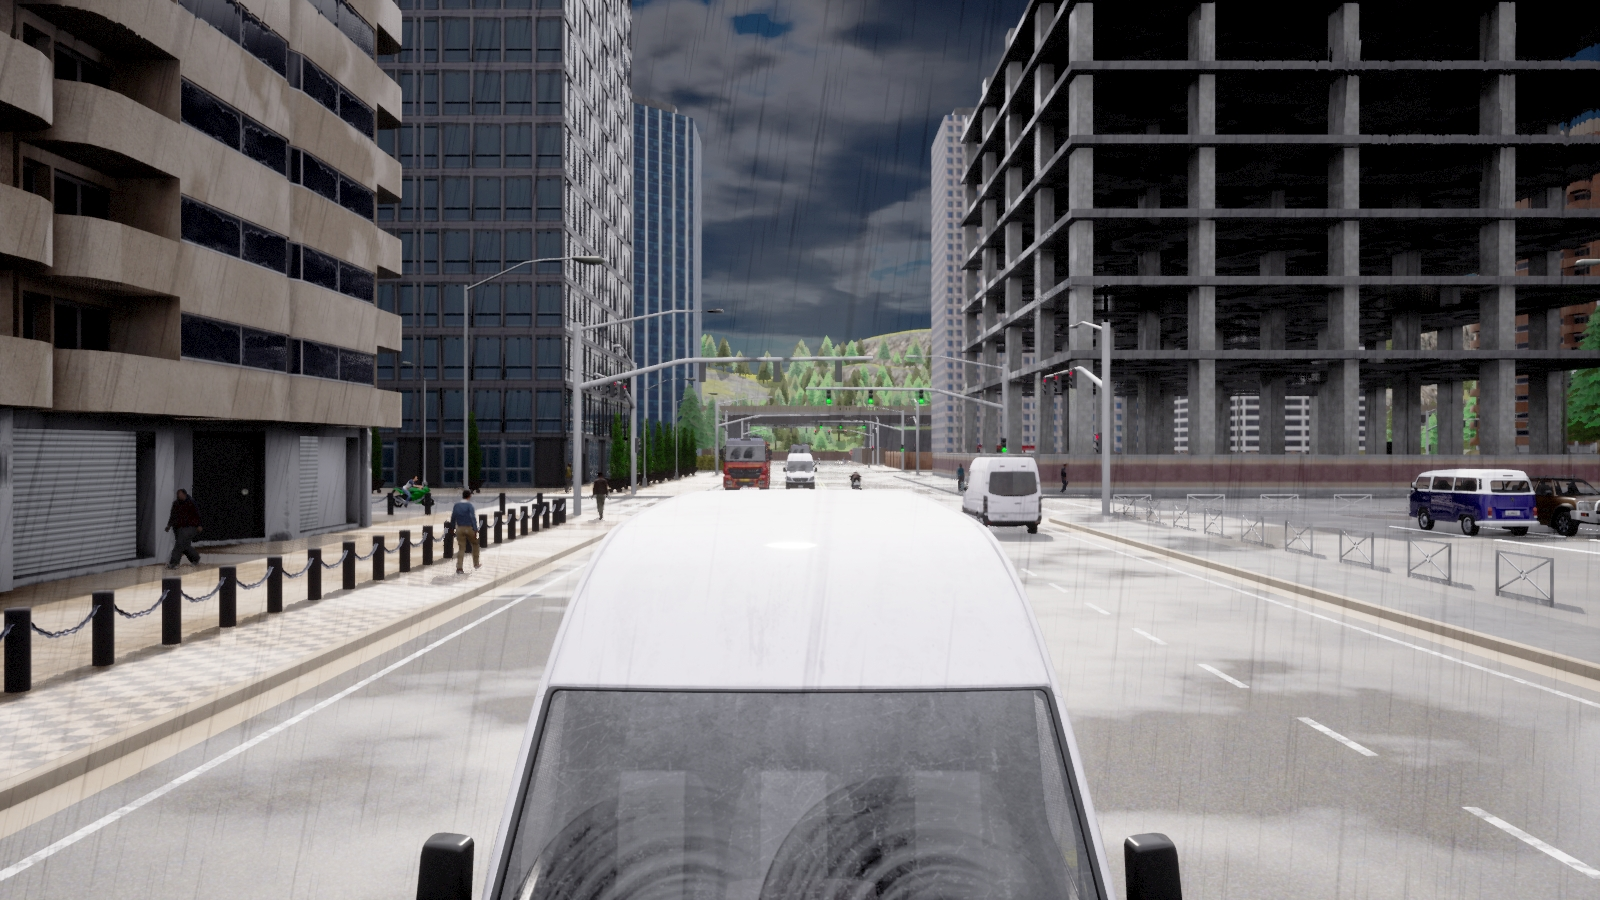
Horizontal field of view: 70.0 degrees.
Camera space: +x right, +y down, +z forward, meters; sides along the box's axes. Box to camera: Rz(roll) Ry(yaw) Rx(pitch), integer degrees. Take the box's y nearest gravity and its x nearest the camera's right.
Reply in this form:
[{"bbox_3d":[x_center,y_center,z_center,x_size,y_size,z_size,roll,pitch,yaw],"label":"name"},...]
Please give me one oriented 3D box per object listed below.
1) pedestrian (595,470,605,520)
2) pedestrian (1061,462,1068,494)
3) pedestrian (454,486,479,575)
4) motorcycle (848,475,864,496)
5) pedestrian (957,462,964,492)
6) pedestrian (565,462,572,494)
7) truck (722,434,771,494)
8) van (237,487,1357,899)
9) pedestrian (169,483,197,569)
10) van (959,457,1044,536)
[{"bbox_3d":[-7.569,1.697,43.285,0.375,1.860,0.375,0,0,-7],"label":"pedestrian"},{"bbox_3d":[15.407,1.641,66.617,0.375,1.860,0.375,0,0,7],"label":"pedestrian"},{"bbox_3d":[-7.039,1.697,24.146,0.375,1.860,0.375,0,0,12],"label":"pedestrian"},{"bbox_3d":[3.509,2.205,71.921,0.867,1.251,2.209,0,0,0],"label":"motorcycle"},{"bbox_3d":[9.961,1.696,70.879,0.375,1.860,0.375,0,0,-12],"label":"pedestrian"},{"bbox_3d":[-13.685,1.641,67.582,0.375,1.860,0.375,0,0,-4],"label":"pedestrian"},{"bbox_3d":[-3.496,0.891,77.013,2.891,3.827,8.468,0,0,0],"label":"truck"},{"bbox_3d":[-0.002,1.534,4.985,1.988,2.561,5.915,0,0,0],"label":"van"},{"bbox_3d":[-13.497,1.659,24.986,0.375,1.860,0.375,0,0,15],"label":"pedestrian"},{"bbox_3d":[6.980,1.535,40.234,1.988,2.561,5.915,0,0,0],"label":"van"}]
